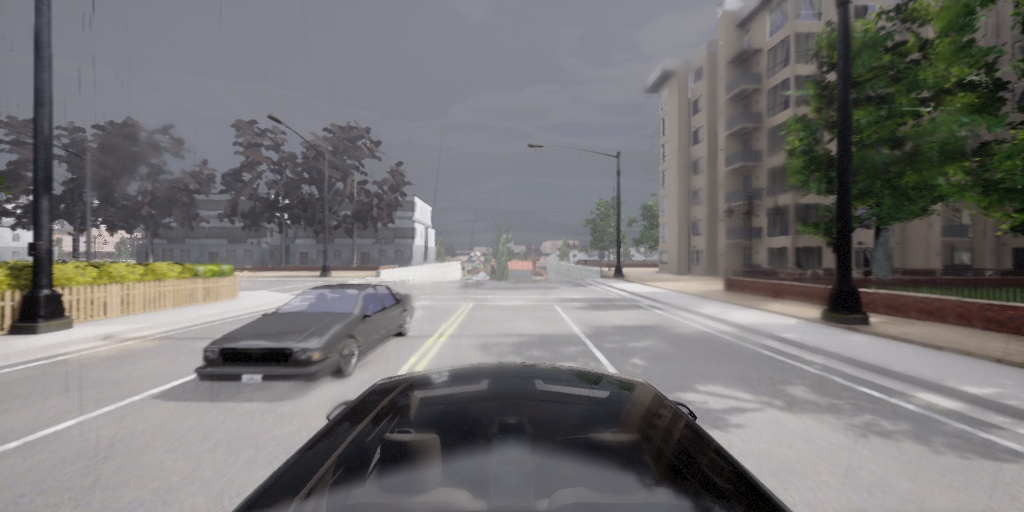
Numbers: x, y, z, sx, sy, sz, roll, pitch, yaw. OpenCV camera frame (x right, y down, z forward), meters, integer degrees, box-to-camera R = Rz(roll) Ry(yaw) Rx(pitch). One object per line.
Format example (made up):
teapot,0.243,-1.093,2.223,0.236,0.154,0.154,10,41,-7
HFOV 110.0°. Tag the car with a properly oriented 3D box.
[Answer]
car,-3.546,1.296,7.577,2.033,1.411,5.357,0,0,1
